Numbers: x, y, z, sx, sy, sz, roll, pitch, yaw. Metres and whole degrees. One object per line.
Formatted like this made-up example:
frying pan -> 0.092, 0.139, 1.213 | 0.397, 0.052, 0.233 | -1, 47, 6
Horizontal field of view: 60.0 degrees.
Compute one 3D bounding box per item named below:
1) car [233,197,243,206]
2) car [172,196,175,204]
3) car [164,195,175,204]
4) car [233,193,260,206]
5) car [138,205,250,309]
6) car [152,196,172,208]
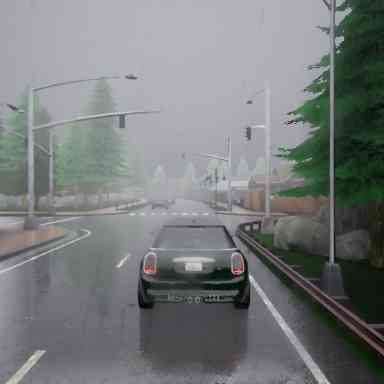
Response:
car -> 8.776, 1.144, 48.785 | 4.605, 1.855, 1.932 | 0, 0, -1
car -> -4.204, 1.571, 53.601 | 1.895, 1.301, 4.718 | 0, 0, 0
car -> -4.290, 1.448, 63.780 | 1.882, 1.535, 5.008 | 0, 0, 0
car -> 8.358, 1.146, 51.295 | 3.866, 1.878, 1.905 | 0, 0, -1
car -> 0.051, 1.352, 8.046 | 2.097, 1.767, 4.553 | 0, 0, 0
car -> -4.115, 1.534, 43.746 | 1.994, 1.385, 4.181 | 0, 0, -1
